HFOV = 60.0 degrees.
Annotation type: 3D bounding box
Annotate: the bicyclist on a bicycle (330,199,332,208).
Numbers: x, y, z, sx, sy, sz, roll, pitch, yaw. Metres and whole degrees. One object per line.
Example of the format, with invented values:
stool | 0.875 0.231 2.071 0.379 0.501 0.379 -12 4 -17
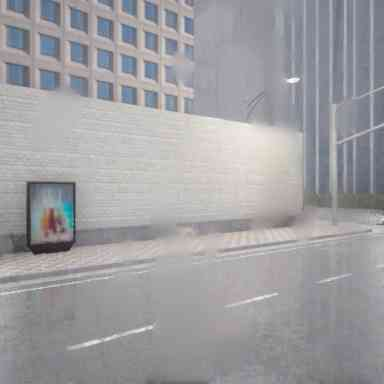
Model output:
bicyclist on a bicycle | 18.685 1.356 43.961 1.656 1.620 0.582 0 0 -36
